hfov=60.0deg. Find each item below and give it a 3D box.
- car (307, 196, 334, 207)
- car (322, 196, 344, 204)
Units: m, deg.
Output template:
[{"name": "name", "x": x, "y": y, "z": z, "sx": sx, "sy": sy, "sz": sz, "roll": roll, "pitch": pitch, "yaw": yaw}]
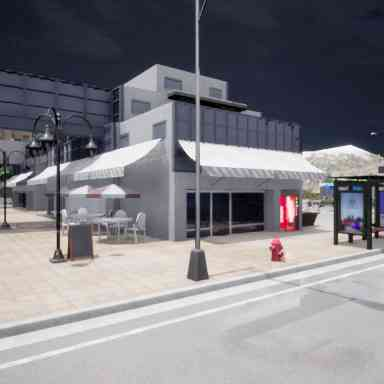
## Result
[{"name": "car", "x": 19.131, "y": 1.345, "z": 48.810, "sx": 5.027, "sy": 1.636, "sz": 2.152, "roll": 0, "pitch": 0, "yaw": -36}, {"name": "car", "x": 28.404, "y": 1.489, "z": 66.928, "sx": 4.514, "sy": 1.523, "sz": 2.007, "roll": 0, "pitch": 0, "yaw": -36}]
